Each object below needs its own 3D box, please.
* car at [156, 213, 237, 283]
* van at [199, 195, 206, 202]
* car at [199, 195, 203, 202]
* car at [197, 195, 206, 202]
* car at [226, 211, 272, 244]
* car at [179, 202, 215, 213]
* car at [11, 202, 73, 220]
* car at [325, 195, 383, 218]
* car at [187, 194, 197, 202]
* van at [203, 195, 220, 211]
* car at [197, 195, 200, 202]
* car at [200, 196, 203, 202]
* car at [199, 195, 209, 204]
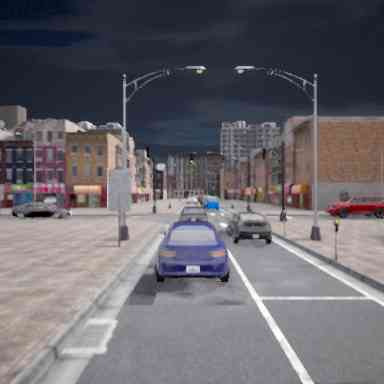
[{"bbox_3d":[0.014,1.555,9.658,1.812,1.442,4.674,0,0,0],"label":"car"},{"bbox_3d":[2.641,1.719,86.732,1.690,1.788,3.998,0,0,0],"label":"van"},{"bbox_3d":[2.639,1.656,53.879,1.967,1.590,4.097,0,0,0],"label":"car"},{"bbox_3d":[2.642,1.720,92.207,2.192,1.841,5.009,0,0,0],"label":"car"},{"bbox_3d":[2.637,1.603,15.926,2.008,1.369,4.403,0,0,0],"label":"car"},{"bbox_3d":[0.101,1.621,21.186,2.033,1.411,5.357,0,0,0],"label":"car"},{"bbox_3d":[-12.638,1.612,28.159,4.902,1.511,2.128,0,0,0],"label":"car"},{"bbox_3d":[15.398,1.337,30.970,5.566,2.045,2.150,0,0,0],"label":"car"},{"bbox_3d":[0.006,1.526,72.997,2.150,2.045,5.566,0,0,0],"label":"car"},{"bbox_3d":[2.638,1.507,42.929,1.690,1.788,3.998,0,0,0],"label":"van"},{"bbox_3d":[2.638,1.584,64.828,2.192,1.841,5.009,0,0,0],"label":"car"},{"bbox_3d":[2.639,1.630,48.404,1.967,1.590,4.097,0,0,0],"label":"car"},{"bbox_3d":[2.640,1.638,75.781,2.192,1.841,5.009,0,0,0],"label":"car"}]
